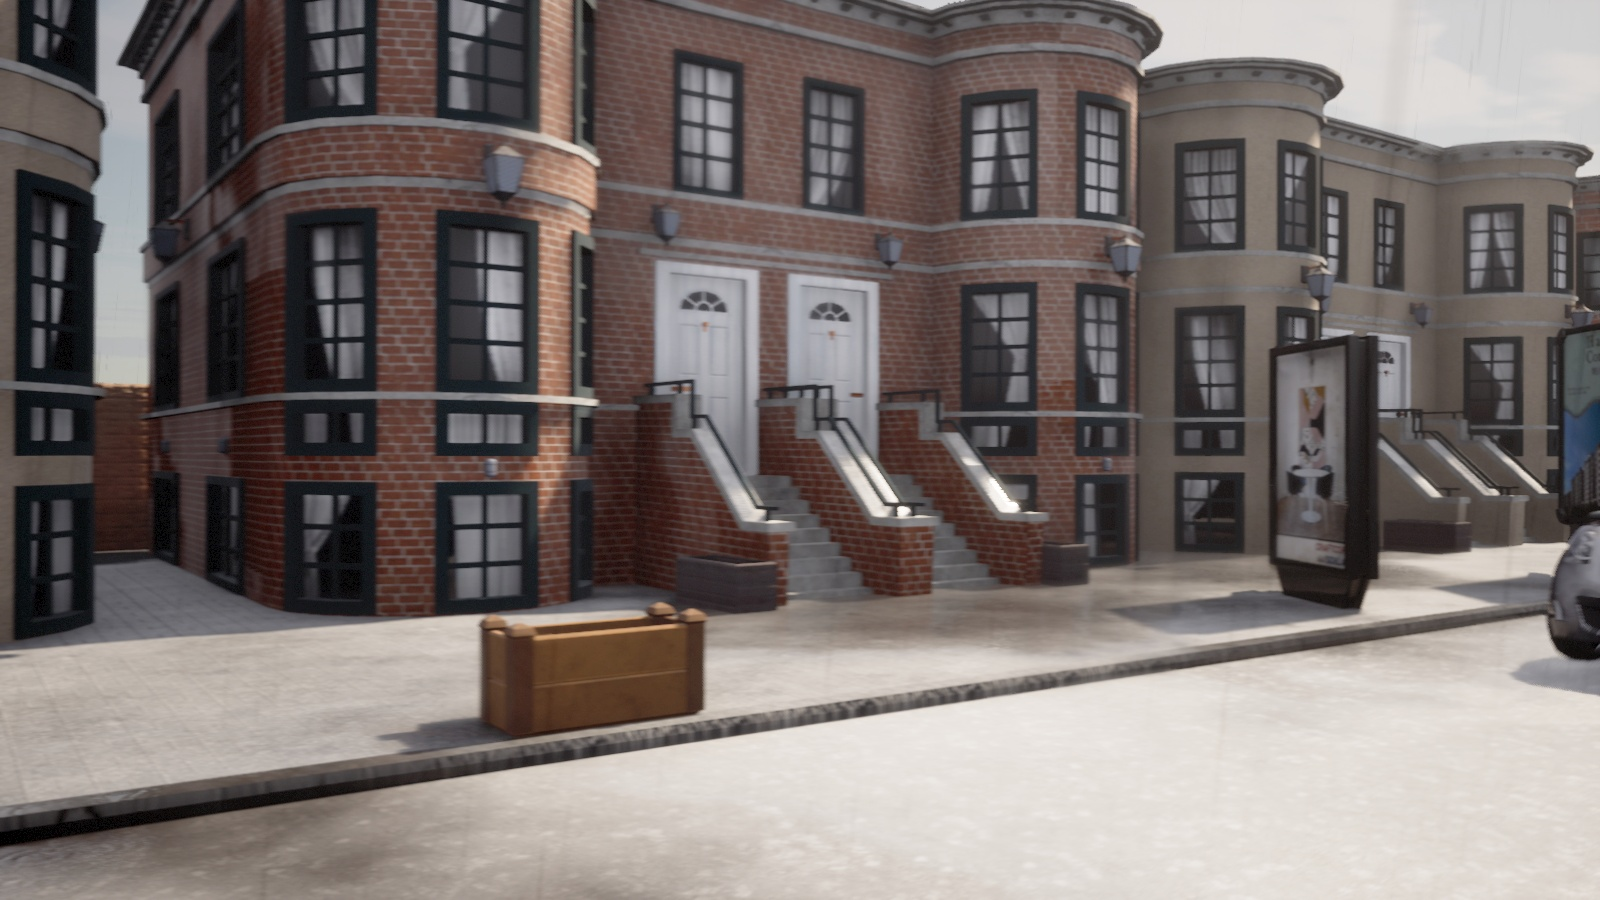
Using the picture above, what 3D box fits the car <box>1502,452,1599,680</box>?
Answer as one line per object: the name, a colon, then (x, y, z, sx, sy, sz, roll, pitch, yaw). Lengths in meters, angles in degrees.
car: (6.951, 0.766, 9.106, 3.633, 1.501, 1.845, 0, 0, -35)
